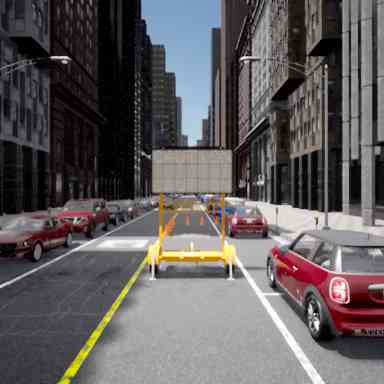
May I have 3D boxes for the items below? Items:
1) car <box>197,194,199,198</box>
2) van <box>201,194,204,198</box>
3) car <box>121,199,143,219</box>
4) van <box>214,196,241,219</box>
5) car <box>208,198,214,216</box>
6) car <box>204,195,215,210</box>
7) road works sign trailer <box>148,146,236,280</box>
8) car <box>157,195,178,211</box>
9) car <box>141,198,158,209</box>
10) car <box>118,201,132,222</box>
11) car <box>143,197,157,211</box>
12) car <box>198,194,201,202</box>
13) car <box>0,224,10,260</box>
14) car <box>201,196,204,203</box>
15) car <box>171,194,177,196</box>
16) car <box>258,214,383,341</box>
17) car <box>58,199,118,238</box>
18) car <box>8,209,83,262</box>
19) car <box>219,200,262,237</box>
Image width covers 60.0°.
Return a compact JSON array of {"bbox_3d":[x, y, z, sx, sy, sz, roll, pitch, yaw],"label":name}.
[{"bbox_3d":[2.665,1.526,74.146,1.887,1.381,4.507,0,0,0],"label":"car"},{"bbox_3d":[2.696,1.327,51.600,1.690,1.788,3.998,0,0,0],"label":"van"},{"bbox_3d":[-5.799,1.432,29.032,1.967,1.590,4.097,0,0,0],"label":"car"},{"bbox_3d":[2.733,1.334,23.416,1.690,1.788,3.998,0,0,0],"label":"van"},{"bbox_3d":[2.725,1.536,29.053,1.887,1.381,4.507,0,0,0],"label":"car"},{"bbox_3d":[2.719,1.305,34.690,2.192,1.841,5.009,0,0,0],"label":"car"},{"bbox_3d":[0.001,0.461,9.864,2.380,3.560,2.880,0,0,0],"label":"road works sign trailer"},{"bbox_3d":[-3.141,1.493,41.239,1.837,1.490,4.892,0,0,0],"label":"car"},{"bbox_3d":[-5.822,1.513,45.770,1.752,1.417,4.829,0,0,0],"label":"car"},{"bbox_3d":[-5.792,1.559,23.395,1.947,1.339,4.313,0,0,0],"label":"car"},{"bbox_3d":[-5.815,1.539,40.304,2.008,1.369,4.403,0,0,0],"label":"car"},{"bbox_3d":[2.680,1.549,62.873,1.947,1.339,4.313,0,0,0],"label":"car"},{"bbox_3d":[-5.770,1.564,6.486,1.947,1.339,4.313,0,0,0],"label":"car"},{"bbox_3d":[2.703,1.553,45.963,1.947,1.339,4.313,0,0,0],"label":"car"},{"bbox_3d":[-5.882,1.299,91.031,2.192,1.841,5.009,0,0,0],"label":"car"},{"bbox_3d":[2.755,1.438,6.506,1.967,1.590,4.097,0,0,0],"label":"car"},{"bbox_3d":[-5.784,1.310,17.758,2.192,1.841,5.009,0,0,0],"label":"car"},{"bbox_3d":[-5.777,1.541,12.122,1.887,1.381,4.507,0,0,0],"label":"car"},{"bbox_3d":[2.740,1.435,17.779,1.967,1.590,4.097,0,0,0],"label":"car"}]
